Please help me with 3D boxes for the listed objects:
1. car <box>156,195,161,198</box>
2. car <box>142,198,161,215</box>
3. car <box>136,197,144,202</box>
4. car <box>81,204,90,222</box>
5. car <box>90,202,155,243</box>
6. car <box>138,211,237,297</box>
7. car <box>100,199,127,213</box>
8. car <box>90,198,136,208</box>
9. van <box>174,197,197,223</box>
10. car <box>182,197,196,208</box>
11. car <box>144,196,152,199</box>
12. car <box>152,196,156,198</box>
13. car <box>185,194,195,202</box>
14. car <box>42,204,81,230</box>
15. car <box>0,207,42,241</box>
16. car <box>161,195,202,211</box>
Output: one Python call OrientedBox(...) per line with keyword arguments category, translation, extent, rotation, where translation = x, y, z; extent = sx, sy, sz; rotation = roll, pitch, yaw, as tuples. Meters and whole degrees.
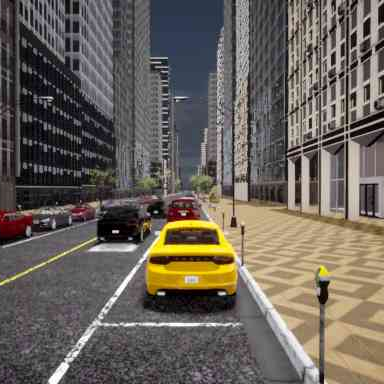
OrientedBox(category="car", translation=(-8.844, 1.509, 77.339), extent=(1.752, 1.417, 4.829), rotation=(-1, 0, 0))
OrientedBox(category="car", translation=(-3.051, 1.520, 30.329), extent=(1.812, 1.442, 4.674), rotation=(0, 0, 0))
OrientedBox(category="car", translation=(-8.843, 1.541, 49.090), extent=(2.008, 1.369, 4.403), rotation=(-1, 0, 0))
OrientedBox(category="car", translation=(-8.843, 1.577, 26.356), extent=(1.802, 1.307, 4.206), rotation=(-1, 0, 0))
OrientedBox(category="car", translation=(-3.147, 1.475, 16.171), extent=(1.882, 1.535, 5.008), rotation=(0, 0, 0))
OrientedBox(category="car", translation=(-0.006, 1.476, 8.652), extent=(1.882, 1.535, 5.008), rotation=(0, 0, 0))
OrientedBox(category="car", translation=(-8.844, 1.544, 37.723), extent=(2.008, 1.369, 4.403), rotation=(-1, 0, 0))
OrientedBox(category="car", translation=(-6.244, 1.487, 26.984), extent=(2.128, 1.511, 4.902), rotation=(0, 0, 0))
OrientedBox(category="van", translation=(-0.465, 1.336, 26.356), extent=(1.690, 1.788, 3.998), rotation=(-1, 0, 0))
OrientedBox(category="car", translation=(-0.463, 1.541, 49.090), extent=(2.008, 1.369, 4.403), rotation=(-1, 0, 0))
OrientedBox(category="car", translation=(-8.843, 1.570, 60.458), extent=(1.802, 1.307, 4.206), rotation=(-1, 0, 0))
OrientedBox(category="car", translation=(-8.845, 1.426, 66.141), extent=(1.967, 1.590, 4.097), rotation=(-1, 0, 0))
OrientedBox(category="car", translation=(-0.465, 1.298, 77.509), extent=(2.192, 1.841, 5.009), rotation=(-1, 0, 0))
OrientedBox(category="car", translation=(-8.844, 1.547, 20.672), extent=(2.008, 1.369, 4.403), rotation=(-1, 0, 0))
OrientedBox(category="car", translation=(-8.843, 1.542, 14.989), extent=(1.887, 1.381, 4.507), rotation=(-1, 0, 0))
OrientedBox(category="car", translation=(-0.465, 1.311, 20.672), extent=(2.192, 1.841, 5.009), rotation=(-1, 0, 0))
